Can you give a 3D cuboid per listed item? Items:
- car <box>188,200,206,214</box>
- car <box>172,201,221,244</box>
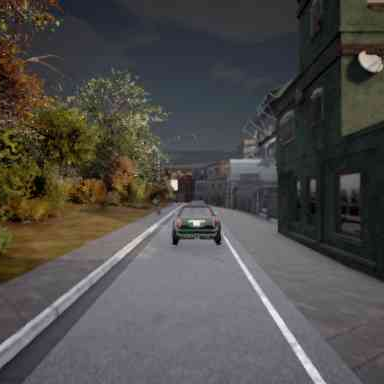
[{"bbox_3d":[0.610,1.622,37.061,1.895,1.301,4.718,0,0,1],"label":"car"},{"bbox_3d":[0.223,1.361,15.898,2.097,1.767,4.553,0,0,1],"label":"car"}]
